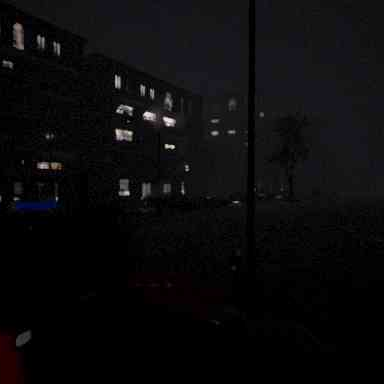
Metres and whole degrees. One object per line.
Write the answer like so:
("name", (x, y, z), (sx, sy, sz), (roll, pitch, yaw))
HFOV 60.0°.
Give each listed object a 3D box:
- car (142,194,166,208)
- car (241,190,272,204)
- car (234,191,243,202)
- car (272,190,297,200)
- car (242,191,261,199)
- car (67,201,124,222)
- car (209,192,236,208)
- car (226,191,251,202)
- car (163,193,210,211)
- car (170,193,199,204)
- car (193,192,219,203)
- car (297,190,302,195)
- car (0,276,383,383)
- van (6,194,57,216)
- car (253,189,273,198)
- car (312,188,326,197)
("car", (-3.713, 0.993, 38.491), (2.128, 1.511, 4.902), (1, 1, 35))
("car", (9.082, 0.880, 46.718), (2.008, 1.369, 4.403), (2, 2, 35))
("car", (7.335, 0.648, 48.850), (2.097, 1.767, 4.553), (1, 1, 35))
("car", (15.545, 0.679, 55.997), (1.752, 1.417, 4.829), (2, 2, 35))
("car", (11.657, 0.531, 65.076), (1.752, 1.417, 4.829), (2, 2, 35))
("car", (-6.832, 1.332, 23.870), (1.947, 1.339, 4.313), (2, 2, 35))
("car", (2.716, 1.054, 37.578), (2.008, 1.369, 4.403), (2, 2, 35))
("car", (7.705, 0.686, 54.717), (1.882, 1.535, 5.008), (1, 1, 35))
("car", (-0.467, 1.135, 33.008), (1.887, 1.381, 4.507), (2, 2, 35))
("car", (-0.977, 0.914, 46.938), (1.947, 1.339, 4.313), (2, 2, 35))
("car", (2.205, 0.812, 51.507), (2.008, 1.369, 4.403), (2, 2, 35))
("car", (27.667, 0.121, 88.066), (1.887, 1.381, 4.507), (2, 2, 35))
("car", (-0.486, 1.545, 3.216), (4.507, 1.381, 1.887), (0, 0, 36))
("van", (-13.706, 1.039, 28.653), (1.690, 1.788, 3.998), (2, 2, 35))
("car", (14.940, 0.232, 69.781), (2.192, 1.841, 5.009), (2, 2, 35))
("car", (28.905, 0.014, 75.714), (2.150, 2.045, 5.566), (1, 1, 35))
